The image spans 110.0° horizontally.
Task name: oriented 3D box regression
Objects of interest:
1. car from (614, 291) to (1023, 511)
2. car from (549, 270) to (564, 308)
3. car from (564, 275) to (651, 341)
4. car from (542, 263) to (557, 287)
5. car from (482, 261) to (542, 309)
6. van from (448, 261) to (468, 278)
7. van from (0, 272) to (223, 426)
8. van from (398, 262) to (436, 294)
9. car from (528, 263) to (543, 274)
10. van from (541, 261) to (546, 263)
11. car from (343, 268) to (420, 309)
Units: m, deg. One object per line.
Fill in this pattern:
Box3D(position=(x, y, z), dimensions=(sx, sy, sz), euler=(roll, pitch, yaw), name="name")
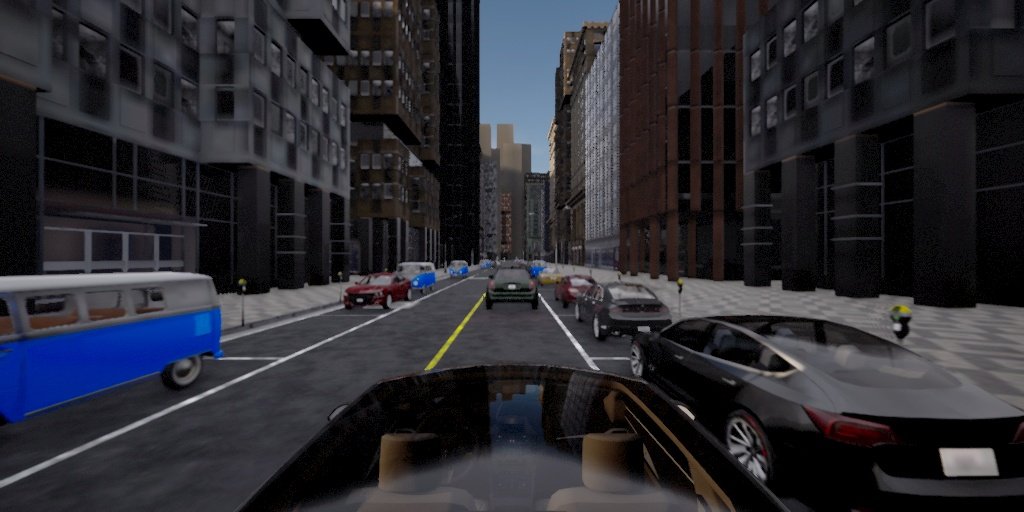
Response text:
Box3D(position=(2.857, 1.339, 4.309), dimensions=(1.948, 1.339, 4.313), euler=(0, 0, 0), name="car")
Box3D(position=(2.860, 1.457, 15.606), dimensions=(1.802, 1.307, 4.207), euler=(0, 0, 0), name="car")
Box3D(position=(2.859, 1.375, 9.958), dimensions=(2.007, 1.370, 4.403), euler=(0, 0, 0), name="car")
Box3D(position=(2.863, 1.500, 27.073), dimensions=(1.751, 1.417, 4.829), euler=(0, 0, 0), name="car")
Box3D(position=(0.005, 1.228, 15.914), dimensions=(2.097, 1.767, 4.553), euler=(0, -1, 0), name="car")
Box3D(position=(-5.659, 1.415, 38.195), dimensions=(1.690, 1.789, 3.998), euler=(0, 0, 0), name="van")
Box3D(position=(-5.668, 1.114, 4.302), dimensions=(1.690, 1.789, 3.998), euler=(0, 0, 0), name="van")
Box3D(position=(-5.663, 1.266, 21.249), dimensions=(1.690, 1.789, 3.998), euler=(0, 0, 0), name="van")
Box3D(position=(3.158, 1.671, 49.014), dimensions=(1.837, 1.490, 4.892), euler=(0, 0, 0), name="car")
Box3D(position=(2.866, 1.415, 38.200), dimensions=(1.690, 1.789, 3.998), euler=(0, 0, 0), name="van")
Box3D(position=(-5.665, 1.420, 15.600), dimensions=(1.888, 1.381, 4.507), euler=(0, 0, 0), name="car")
